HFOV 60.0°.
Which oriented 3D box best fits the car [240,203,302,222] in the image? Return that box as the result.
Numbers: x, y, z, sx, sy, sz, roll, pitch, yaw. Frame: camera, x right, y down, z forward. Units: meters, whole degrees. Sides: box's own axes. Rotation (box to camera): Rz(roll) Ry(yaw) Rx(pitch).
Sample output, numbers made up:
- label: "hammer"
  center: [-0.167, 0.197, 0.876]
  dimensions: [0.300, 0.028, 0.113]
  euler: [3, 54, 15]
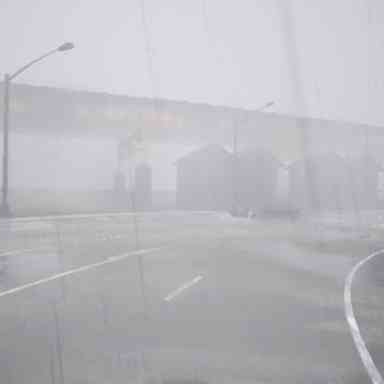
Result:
- label: "car"
  center: [6.852, 1.632, 27.673]
  dimensions: [4.902, 1.511, 2.128]
  euler: [1, 0, -26]

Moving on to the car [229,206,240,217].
- label: "car"
  center: [5.522, 1.683, 30.893]
  dimensions: [4.181, 1.385, 1.994]
  euler: [1, 0, -26]
